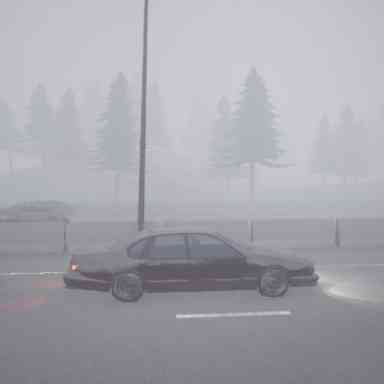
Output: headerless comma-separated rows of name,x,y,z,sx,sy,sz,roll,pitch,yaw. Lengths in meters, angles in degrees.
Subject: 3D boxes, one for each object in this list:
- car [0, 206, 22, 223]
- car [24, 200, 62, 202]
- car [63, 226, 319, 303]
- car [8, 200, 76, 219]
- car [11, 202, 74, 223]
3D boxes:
car,-11.879,1.560,17.375,4.718,1.301,1.895,0,0,-5
car,-12.167,1.424,24.374,4.902,1.511,2.128,0,0,-5
car,-0.024,1.516,7.604,5.357,1.411,2.033,0,0,-5
car,-12.442,1.424,27.863,4.892,1.490,1.837,0,0,-5
car,-9.991,1.508,21.041,4.181,1.385,1.994,0,0,-5
